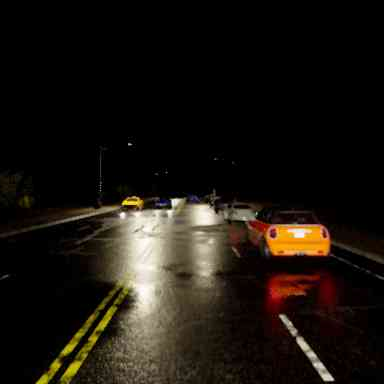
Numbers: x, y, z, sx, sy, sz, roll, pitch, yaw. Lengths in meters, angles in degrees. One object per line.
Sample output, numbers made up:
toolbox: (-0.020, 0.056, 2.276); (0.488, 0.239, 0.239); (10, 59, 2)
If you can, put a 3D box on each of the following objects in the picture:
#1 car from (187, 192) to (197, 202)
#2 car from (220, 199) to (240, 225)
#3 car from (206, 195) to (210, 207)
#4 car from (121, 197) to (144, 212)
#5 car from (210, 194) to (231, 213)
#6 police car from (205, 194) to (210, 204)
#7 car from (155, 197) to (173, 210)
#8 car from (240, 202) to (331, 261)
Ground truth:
car: (0.002, 1.211, 64.637); (1.882, 1.535, 5.008); (0, 0, 0)
car: (3.250, 1.433, 23.226); (1.812, 1.442, 4.674); (0, 0, 0)
car: (3.251, 1.416, 45.256); (1.895, 1.301, 4.718); (0, 0, 0)
car: (-6.593, 1.326, 37.389); (1.882, 1.535, 5.008); (0, 0, 0)
car: (3.251, 1.293, 34.225); (2.033, 1.649, 4.856); (0, 0, 0)
police car: (3.251, 1.193, 56.335); (1.930, 1.638, 5.238); (0, 0, 0)
car: (-3.341, 1.361, 40.396); (1.812, 1.442, 4.674); (0, 0, 0)
car: (3.250, 1.304, 12.196); (2.097, 1.767, 4.553); (0, 0, 0)
